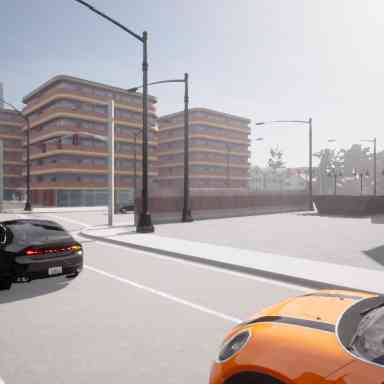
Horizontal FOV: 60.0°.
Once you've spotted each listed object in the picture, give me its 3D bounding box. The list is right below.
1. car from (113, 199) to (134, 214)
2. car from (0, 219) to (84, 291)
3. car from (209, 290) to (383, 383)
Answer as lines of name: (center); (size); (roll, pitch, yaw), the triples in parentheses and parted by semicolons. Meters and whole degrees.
car: (-6.304, 1.491, 34.998); (4.902, 1.511, 2.128); (0, 0, -44)
car: (-4.708, 1.505, 9.187); (1.837, 1.490, 4.892); (0, 0, -43)
car: (2.302, 1.352, 2.314); (4.553, 1.767, 2.097); (0, 0, 40)
